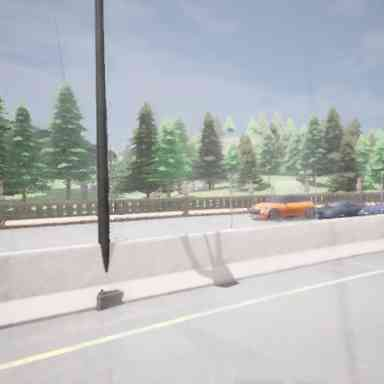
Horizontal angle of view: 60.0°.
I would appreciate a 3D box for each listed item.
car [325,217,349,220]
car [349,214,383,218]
[{"bbox_3d":[9.218,1.175,20.358,4.181,1.385,1.994,-1,1,-23],"label":"car"},{"bbox_3d":[10.816,0.968,17.244,4.553,1.767,2.097,-1,1,-23],"label":"car"}]
